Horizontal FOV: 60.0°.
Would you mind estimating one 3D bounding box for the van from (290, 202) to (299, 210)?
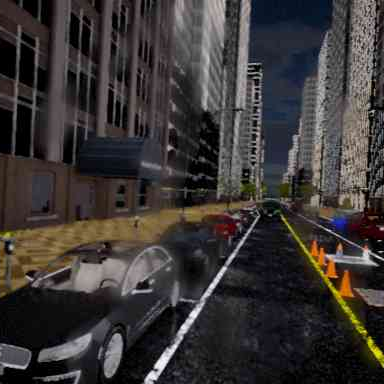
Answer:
[{"bbox_3d":[24.935,3.484,80.879,1.690,1.788,3.998,3,-1,13],"label":"van"}]

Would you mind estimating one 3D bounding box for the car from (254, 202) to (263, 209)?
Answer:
[{"bbox_3d":[15.445,3.105,77.099,1.752,1.417,4.829,3,-1,13],"label":"car"}]

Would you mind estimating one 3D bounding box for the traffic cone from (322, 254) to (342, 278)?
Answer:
[{"bbox_3d":[4.277,2.290,10.197,0.340,0.580,0.340,3,-1,13],"label":"traffic cone"}]

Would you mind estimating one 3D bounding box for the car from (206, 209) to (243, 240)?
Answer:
[{"bbox_3d":[1.218,1.767,16.408,1.887,1.381,4.507,3,-1,13],"label":"car"}]

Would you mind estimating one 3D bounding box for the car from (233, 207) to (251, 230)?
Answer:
[{"bbox_3d":[2.514,1.897,21.940,2.008,1.369,4.403,3,-1,13],"label":"car"}]

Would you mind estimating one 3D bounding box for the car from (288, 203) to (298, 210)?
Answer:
[{"bbox_3d":[26.228,3.706,86.411,1.967,1.590,4.097,3,-1,13],"label":"car"}]

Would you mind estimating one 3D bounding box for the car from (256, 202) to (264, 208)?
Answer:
[{"bbox_3d":[18.075,3.396,88.329,1.947,1.339,4.313,3,-1,13],"label":"car"}]

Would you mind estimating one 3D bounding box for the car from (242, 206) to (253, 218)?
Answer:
[{"bbox_3d":[3.810,2.052,27.472,1.802,1.307,4.206,3,-1,13],"label":"car"}]

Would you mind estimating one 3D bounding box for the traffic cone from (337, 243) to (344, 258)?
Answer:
[{"bbox_3d":[6.162,2.430,13.861,0.340,0.580,0.340,3,-1,13],"label":"traffic cone"}]

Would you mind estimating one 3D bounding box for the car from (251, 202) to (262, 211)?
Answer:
[{"bbox_3d":[12.894,2.777,66.200,1.967,1.590,4.097,3,-1,13],"label":"car"}]

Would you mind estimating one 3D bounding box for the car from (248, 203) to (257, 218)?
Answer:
[{"bbox_3d":[6.405,2.269,38.537,2.008,1.369,4.403,3,-1,13],"label":"car"}]

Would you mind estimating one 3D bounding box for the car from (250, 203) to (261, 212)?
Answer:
[{"bbox_3d":[11.591,2.795,60.666,1.802,1.307,4.206,3,-1,13],"label":"car"}]

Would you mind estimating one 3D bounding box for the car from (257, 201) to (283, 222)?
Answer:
[{"bbox_3d":[8.502,2.031,35.977,2.150,2.045,5.566,3,0,13],"label":"car"}]

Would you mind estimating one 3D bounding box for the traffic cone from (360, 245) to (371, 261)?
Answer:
[{"bbox_3d":[7.134,2.482,13.632,0.340,0.580,0.340,3,-1,13],"label":"traffic cone"}]

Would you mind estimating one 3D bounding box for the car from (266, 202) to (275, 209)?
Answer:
[{"bbox_3d":[18.825,3.291,79.708,2.128,1.511,4.902,3,-1,13],"label":"car"}]

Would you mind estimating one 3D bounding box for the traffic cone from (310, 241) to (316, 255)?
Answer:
[{"bbox_3d":[5.190,2.378,14.090,0.340,0.580,0.340,3,-1,13],"label":"traffic cone"}]

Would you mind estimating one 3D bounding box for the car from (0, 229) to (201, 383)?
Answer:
[{"bbox_3d":[-1.376,1.525,5.343,2.008,1.369,4.403,3,-1,13],"label":"car"}]

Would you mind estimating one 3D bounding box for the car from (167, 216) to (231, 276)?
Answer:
[{"bbox_3d":[-0.079,1.664,10.875,1.947,1.339,4.313,3,-1,13],"label":"car"}]

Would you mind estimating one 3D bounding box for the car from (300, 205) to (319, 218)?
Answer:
[{"bbox_3d":[17.145,2.952,47.682,2.008,1.369,4.403,2,-1,13],"label":"car"}]

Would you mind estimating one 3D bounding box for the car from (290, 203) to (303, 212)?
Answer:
[{"bbox_3d":[22.343,3.211,69.815,2.192,1.841,5.009,2,-1,13],"label":"car"}]

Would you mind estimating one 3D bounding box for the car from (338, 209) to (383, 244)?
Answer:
[{"bbox_3d":[10.672,2.097,20.024,2.192,1.841,5.009,2,-1,13],"label":"car"}]

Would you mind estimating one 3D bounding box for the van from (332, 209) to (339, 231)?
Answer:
[{"bbox_3d":[11.967,2.247,25.556,1.690,1.788,3.998,2,-1,13],"label":"van"}]

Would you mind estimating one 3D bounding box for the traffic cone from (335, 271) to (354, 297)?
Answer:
[{"bbox_3d":[3.820,2.247,8.250,0.340,0.580,0.340,3,-1,13],"label":"traffic cone"}]

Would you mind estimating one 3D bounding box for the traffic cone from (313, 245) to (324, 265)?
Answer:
[{"bbox_3d":[4.733,2.334,12.144,0.340,0.580,0.340,3,-1,13],"label":"traffic cone"}]
